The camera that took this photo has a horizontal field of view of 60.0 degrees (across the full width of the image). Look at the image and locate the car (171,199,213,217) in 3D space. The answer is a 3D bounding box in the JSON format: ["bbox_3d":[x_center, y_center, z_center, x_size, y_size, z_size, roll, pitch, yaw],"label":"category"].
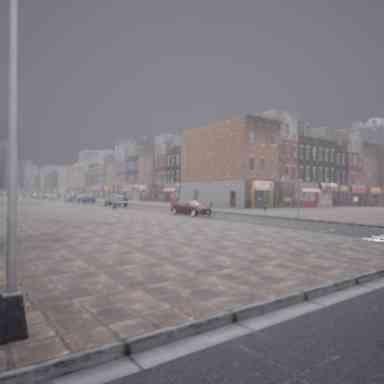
[{"bbox_3d":[-0.054,1.313,28.073,1.887,1.381,4.507,1,0,-35],"label":"car"}]

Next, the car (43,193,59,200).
[{"bbox_3d":[-28.623,0.913,68.427,2.008,1.369,4.403,1,0,-35],"label":"car"}]

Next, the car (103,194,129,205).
[{"bbox_3d":[-11.110,1.050,48.417,1.882,1.535,5.008,0,0,-35],"label":"car"}]

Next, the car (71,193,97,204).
[{"bbox_3d":[-16.077,0.995,50.043,1.882,1.535,5.008,0,0,-35],"label":"car"}]

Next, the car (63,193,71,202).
[{"bbox_3d":[-20.127,0.967,55.753,1.837,1.490,4.892,0,0,-35],"label":"car"}]

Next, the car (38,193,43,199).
[{"bbox_3d":[-31.798,0.872,72.911,1.887,1.381,4.507,1,0,-35],"label":"car"}]

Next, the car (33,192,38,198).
[{"bbox_3d":[-34.973,0.841,77.395,1.887,1.381,4.507,1,0,-35],"label":"car"}]

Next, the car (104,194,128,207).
[{"bbox_3d":[-9.577,1.176,41.524,1.947,1.339,4.313,1,0,-35],"label":"car"}]

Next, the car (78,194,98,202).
[{"bbox_3d":[-18.356,1.075,58.652,1.895,1.301,4.718,0,0,-35],"label":"car"}]
